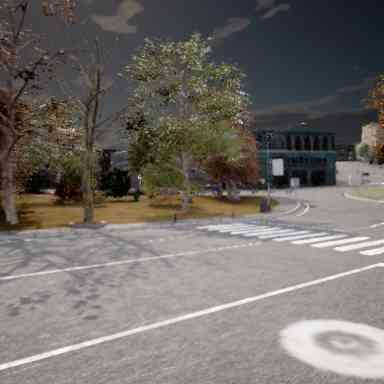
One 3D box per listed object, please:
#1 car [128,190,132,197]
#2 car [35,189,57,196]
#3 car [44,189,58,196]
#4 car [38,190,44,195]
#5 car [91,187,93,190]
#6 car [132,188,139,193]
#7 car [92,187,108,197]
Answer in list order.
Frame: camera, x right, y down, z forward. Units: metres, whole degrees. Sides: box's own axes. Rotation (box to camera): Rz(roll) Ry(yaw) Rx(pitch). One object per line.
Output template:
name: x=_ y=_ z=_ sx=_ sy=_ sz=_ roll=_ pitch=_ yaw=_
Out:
car: x=-10.577 y=0.026 z=62.854 sx=2.185 sy=1.767 sz=4.553 roll=-2 pitch=2 yaw=16
car: x=-36.407 y=0.056 z=82.932 sx=2.097 sy=1.535 sz=5.008 roll=-1 pitch=3 yaw=19
car: x=-31.826 y=0.130 z=79.034 sx=1.946 sy=1.575 sz=5.366 roll=0 pitch=3 yaw=18
car: x=-34.080 y=0.089 z=81.073 sx=2.097 sy=1.535 sz=5.008 roll=0 pitch=3 yaw=19
car: x=-20.065 y=0.268 z=70.022 sx=2.163 sy=1.488 sz=4.792 roll=-1 pitch=2 yaw=17
car: x=-8.180 y=-0.146 z=61.144 sx=2.435 sy=2.045 sz=5.566 roll=-2 pitch=2 yaw=16
car: x=-17.692 y=0.104 z=68.270 sx=2.185 sy=1.767 sz=4.553 roll=-1 pitch=2 yaw=17
